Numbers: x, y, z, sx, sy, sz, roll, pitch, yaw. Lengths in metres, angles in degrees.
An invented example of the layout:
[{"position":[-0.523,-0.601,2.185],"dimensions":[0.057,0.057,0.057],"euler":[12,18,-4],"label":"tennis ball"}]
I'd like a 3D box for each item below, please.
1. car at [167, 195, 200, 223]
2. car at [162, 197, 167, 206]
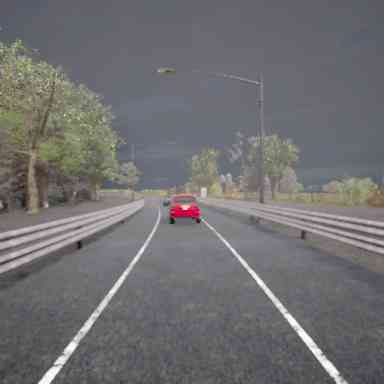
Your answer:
[{"position":[-0.661,1.228,25.550],"dimensions":[2.150,2.045,5.566],"euler":[0,0,-4],"label":"car"},{"position":[-3.671,1.549,53.115],"dimensions":[1.994,1.385,4.181],"euler":[0,0,-9],"label":"car"}]
